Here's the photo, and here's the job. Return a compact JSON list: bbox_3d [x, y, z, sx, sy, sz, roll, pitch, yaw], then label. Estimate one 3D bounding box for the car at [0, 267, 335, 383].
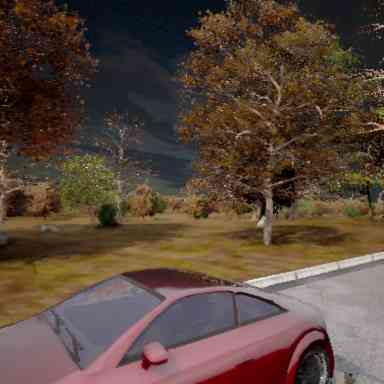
[{"bbox_3d":[-0.446,1.567,3.366,4.181,1.385,1.994,0,0,-35],"label":"car"}]
